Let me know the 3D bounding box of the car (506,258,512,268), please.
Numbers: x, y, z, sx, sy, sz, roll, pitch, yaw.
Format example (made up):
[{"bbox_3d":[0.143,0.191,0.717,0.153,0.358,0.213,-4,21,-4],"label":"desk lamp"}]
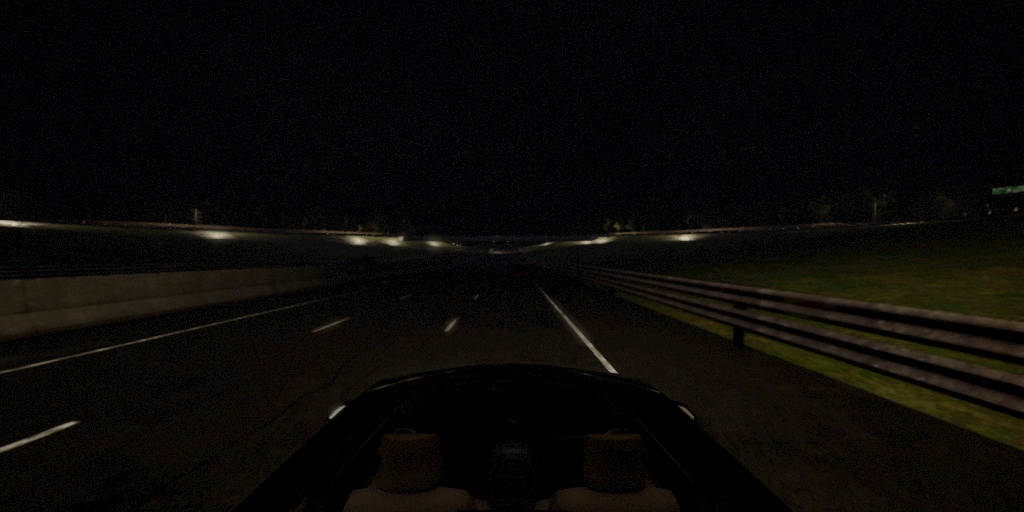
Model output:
[{"bbox_3d":[-0.032,1.476,64.692,1.994,1.385,4.181,0,0,0],"label":"car"}]

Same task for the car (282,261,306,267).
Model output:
[{"bbox_3d":[-24.575,1.321,41.332,2.128,1.511,4.902,0,0,1],"label":"car"}]

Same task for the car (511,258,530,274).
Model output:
[{"bbox_3d":[1.195,1.322,44.059,1.882,1.535,5.008,0,0,0],"label":"car"}]

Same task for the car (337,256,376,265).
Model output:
[{"bbox_3d":[-17.578,1.050,41.330,2.150,2.045,5.566,0,0,1],"label":"car"}]

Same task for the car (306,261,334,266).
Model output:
[{"bbox_3d":[-21.077,1.430,41.136,1.895,1.301,4.718,0,0,1],"label":"car"}]
